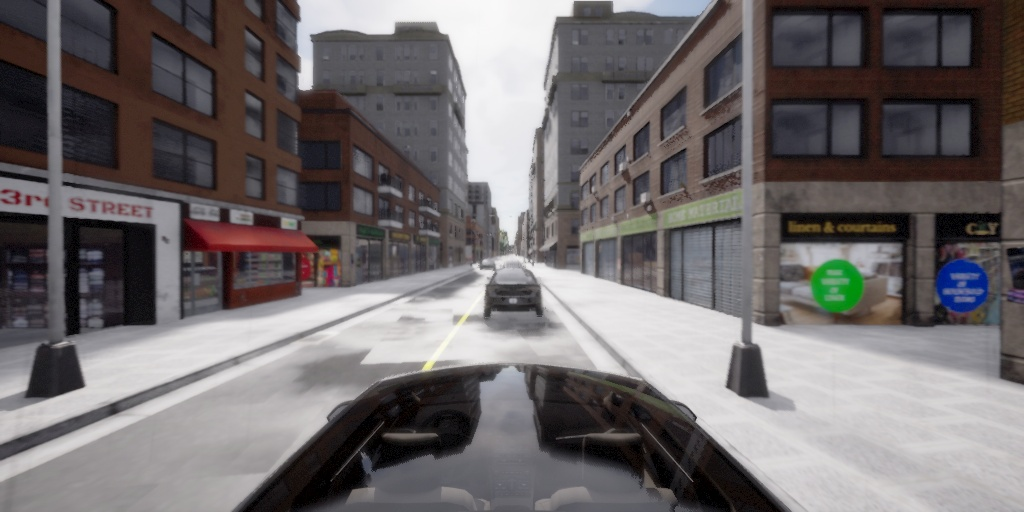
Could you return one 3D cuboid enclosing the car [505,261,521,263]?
[{"bbox_3d":[0.073,1.120,28.959,1.837,1.490,4.892,0,1,0],"label":"car"}]

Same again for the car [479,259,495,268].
[{"bbox_3d":[-3.084,1.099,46.094,1.994,1.385,4.181,0,0,0],"label":"car"}]

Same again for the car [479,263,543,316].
[{"bbox_3d":[0.063,1.169,13.036,1.882,1.535,5.008,0,0,1],"label":"car"}]
